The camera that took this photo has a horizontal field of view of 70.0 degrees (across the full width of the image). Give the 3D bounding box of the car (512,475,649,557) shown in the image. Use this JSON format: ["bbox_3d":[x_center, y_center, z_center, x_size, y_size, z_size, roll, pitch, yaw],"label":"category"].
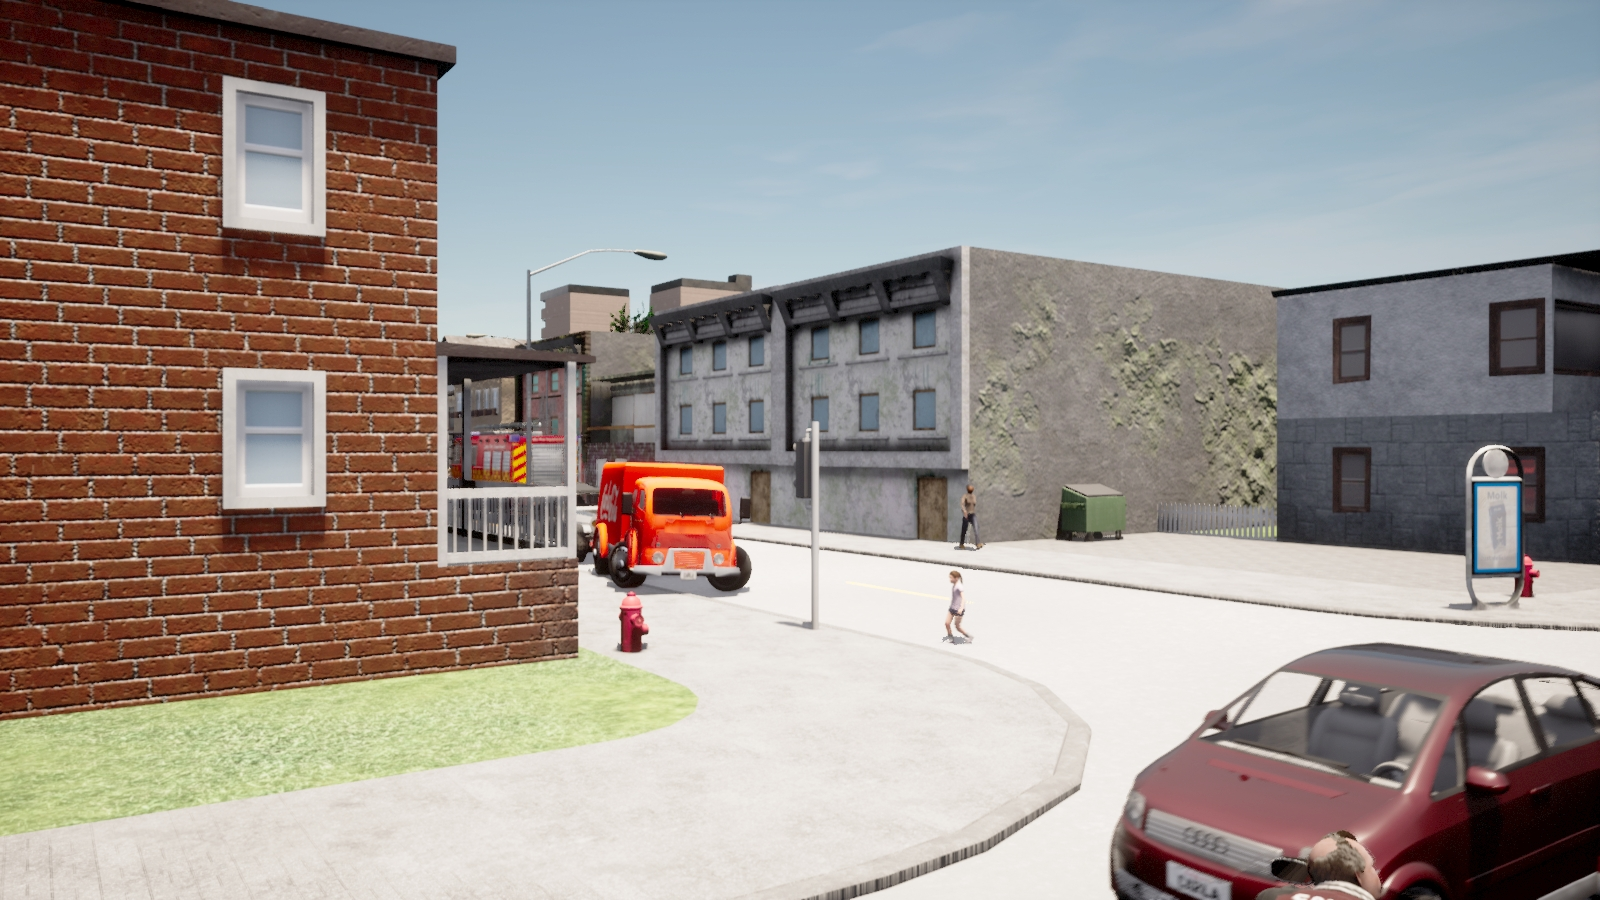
[{"bbox_3d":[-5.749,1.632,29.675,1.905,1.878,3.866,0,0,-39],"label":"car"}]

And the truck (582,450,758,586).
[{"bbox_3d":[-2.868,1.289,23.855,2.627,2.467,5.204,3,-1,-17],"label":"truck"}]

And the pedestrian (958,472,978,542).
[{"bbox_3d":[4.488,1.516,30.558,0.375,1.860,0.375,0,0,-24],"label":"pedestrian"}]

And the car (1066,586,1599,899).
[{"bbox_3d":[3.564,1.803,6.852,3.705,1.549,1.789,0,0,-34],"label":"car"}]

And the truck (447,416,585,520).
[{"bbox_3d":[-11.675,0.664,46.303,2.891,3.827,8.468,0,0,-32],"label":"truck"}]

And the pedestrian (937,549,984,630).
[{"bbox_3d":[2.321,2.004,16.516,0.500,1.100,0.500,0,0,-20],"label":"pedestrian"}]
